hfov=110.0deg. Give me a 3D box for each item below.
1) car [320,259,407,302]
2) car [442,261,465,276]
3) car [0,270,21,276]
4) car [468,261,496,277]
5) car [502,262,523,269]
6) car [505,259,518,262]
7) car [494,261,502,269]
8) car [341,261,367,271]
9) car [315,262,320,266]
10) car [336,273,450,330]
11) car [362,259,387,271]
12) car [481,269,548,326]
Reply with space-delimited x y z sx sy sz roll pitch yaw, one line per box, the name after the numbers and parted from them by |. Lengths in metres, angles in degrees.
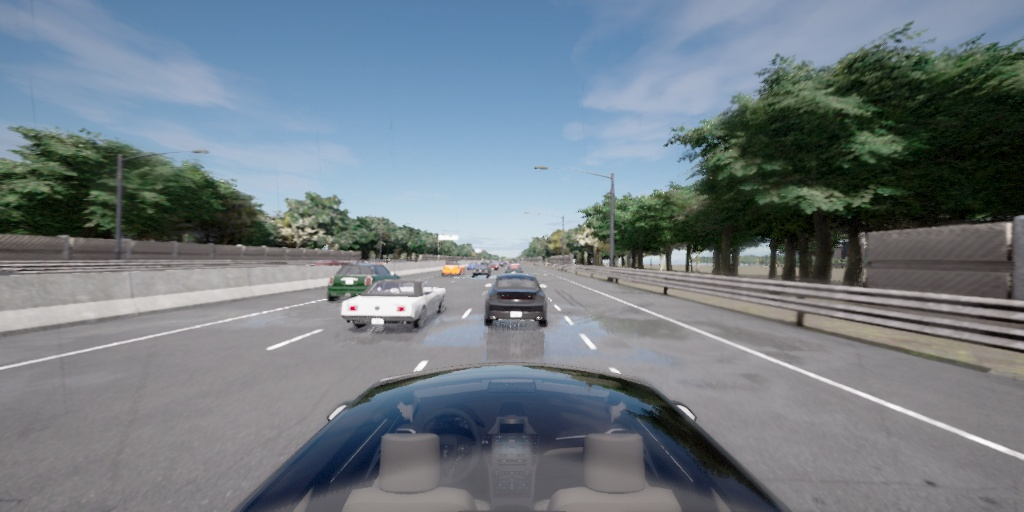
-6.835 1.138 17.210 2.097 1.767 4.553 1 -1 0 | car
-6.737 1.379 41.843 2.097 1.767 4.553 1 -1 0 | car
-20.945 1.028 12.597 2.128 1.511 4.902 1 -1 1 | car
-3.247 1.601 39.301 2.033 1.411 5.357 1 -1 0 | car
0.249 1.661 38.420 1.994 1.385 4.181 1 -1 0 | car
0.322 1.710 63.009 2.097 1.767 4.553 1 -1 0 | car
-3.182 1.908 63.090 1.895 1.301 4.718 1 -1 0 | car
-24.225 1.434 55.041 1.812 1.442 4.674 1 -1 1 | car
-27.732 1.323 54.209 1.882 1.535 5.008 1 -1 1 | car
-3.371 1.385 11.293 1.895 1.301 4.718 1 -1 0 | car
-20.740 1.304 54.311 2.097 1.767 4.553 1 -1 1 | car
0.132 1.349 12.094 1.837 1.490 4.892 1 -1 0 | car
